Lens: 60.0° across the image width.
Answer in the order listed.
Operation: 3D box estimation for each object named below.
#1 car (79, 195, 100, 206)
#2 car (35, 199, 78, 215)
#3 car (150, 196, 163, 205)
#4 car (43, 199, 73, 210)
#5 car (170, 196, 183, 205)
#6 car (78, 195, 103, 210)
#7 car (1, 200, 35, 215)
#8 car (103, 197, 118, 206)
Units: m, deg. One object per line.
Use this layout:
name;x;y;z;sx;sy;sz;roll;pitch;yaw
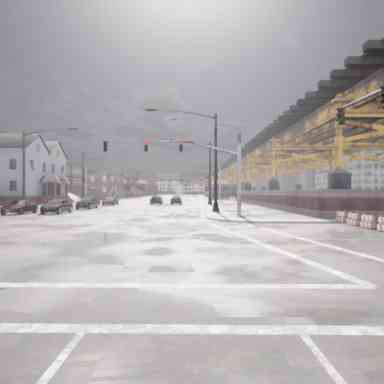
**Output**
car;-16.918;1.333;55.140;2.097;1.767;4.553;0;0;2
car;-13.925;1.493;34.414;1.837;1.490;4.892;0;0;1
car;-6.252;1.457;58.923;1.882;1.535;5.008;0;0;1
car;-17.221;1.586;43.003;1.895;1.301;4.718;0;0;1
car;-2.753;1.485;58.840;1.837;1.490;4.892;0;0;1
car;-13.704;1.490;43.666;1.837;1.490;4.892;0;0;1
car;-17.440;1.514;33.912;1.812;1.442;4.674;0;0;1
car;-13.432;1.507;54.881;1.812;1.442;4.674;0;0;2
